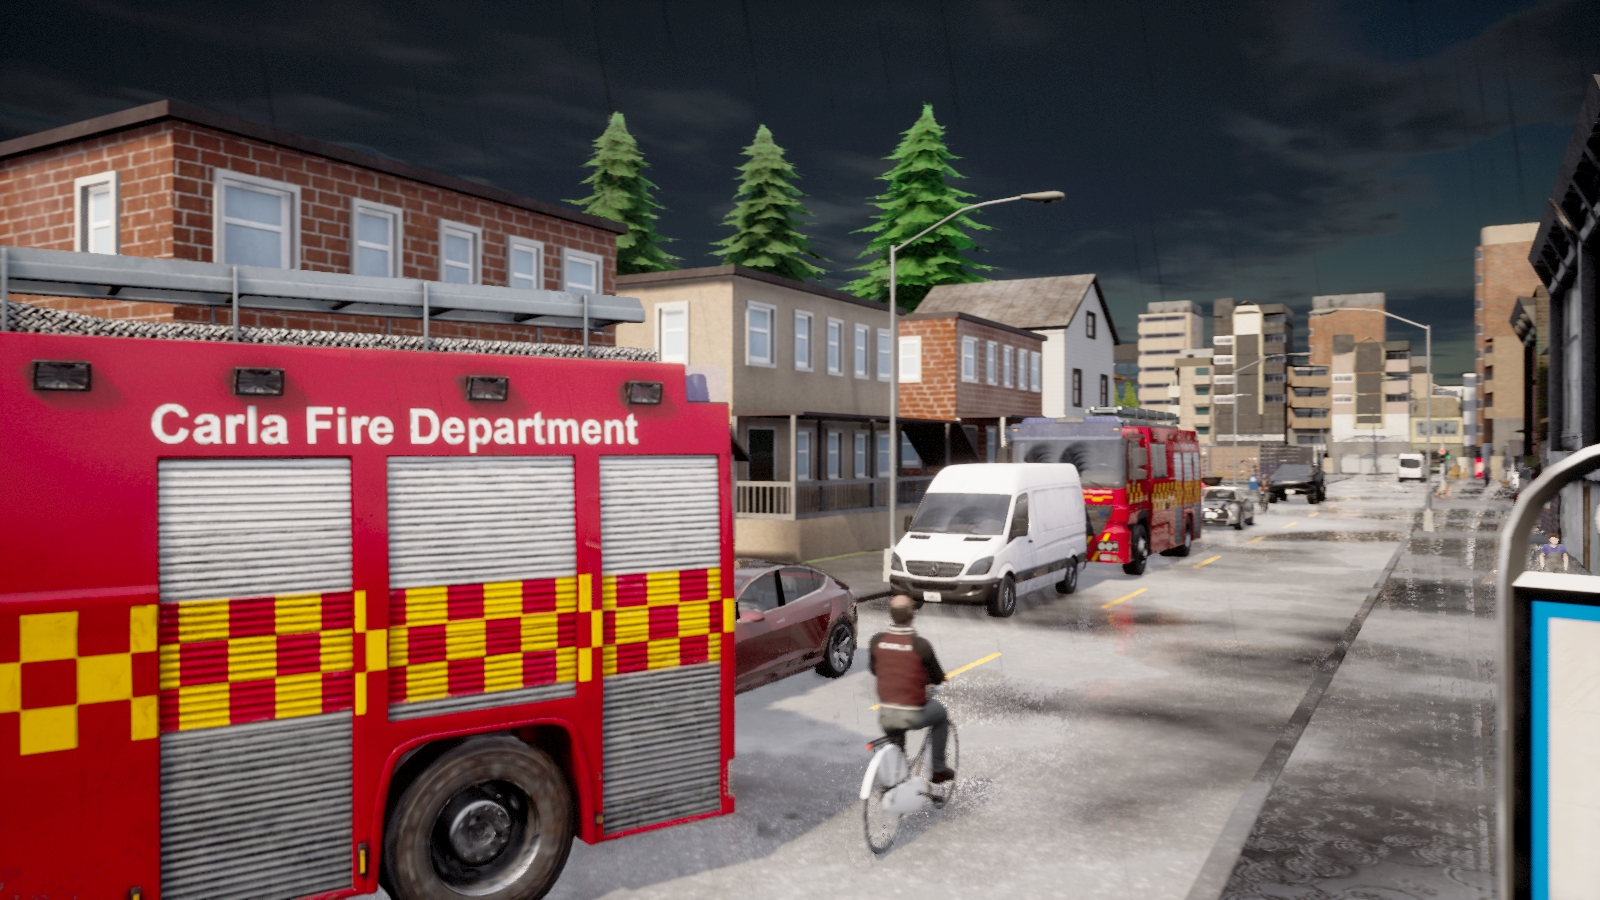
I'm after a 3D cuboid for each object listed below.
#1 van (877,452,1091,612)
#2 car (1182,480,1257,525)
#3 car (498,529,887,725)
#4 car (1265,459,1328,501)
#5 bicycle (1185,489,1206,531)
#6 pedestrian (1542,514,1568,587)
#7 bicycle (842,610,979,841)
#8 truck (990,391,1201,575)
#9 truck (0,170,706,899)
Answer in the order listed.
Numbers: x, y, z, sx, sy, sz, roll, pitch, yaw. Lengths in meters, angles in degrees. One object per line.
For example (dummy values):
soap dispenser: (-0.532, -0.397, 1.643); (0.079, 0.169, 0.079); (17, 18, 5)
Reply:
van: (3.643, 1.327, 21.417); (1.988, 2.561, 5.915); (0, 0, 30)
car: (15.354, 1.873, 41.724); (1.970, 1.475, 3.806); (0, 0, 30)
car: (-0.997, 1.850, 13.380); (2.163, 1.488, 4.792); (0, 0, 30)
car: (26.828, 1.577, 61.606); (2.390, 2.098, 6.274); (0, 0, 30)
bicycle: (13.094, 1.962, 37.806); (0.373, 1.296, 1.643); (0, 0, 30)
pedestrian: (13.756, 1.821, 20.815); (0.375, 1.300, 0.375); (0, 0, 30)
bicycle: (0.860, 1.945, 8.440); (0.329, 1.271, 1.835); (1, 1, 28)
truck: (7.565, 0.689, 28.210); (2.891, 3.827, 8.468); (0, 0, 30)
truck: (-4.892, 0.671, 5.932); (8.468, 3.827, 2.891); (0, 0, -35)
